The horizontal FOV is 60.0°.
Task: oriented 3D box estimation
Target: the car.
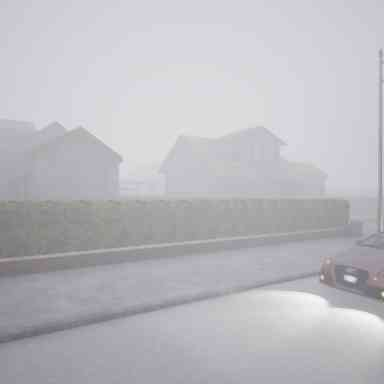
[{"bbox_3d":[5.033,1.646,7.893,4.181,1.385,1.994,1,0,-29],"label":"car"}]
